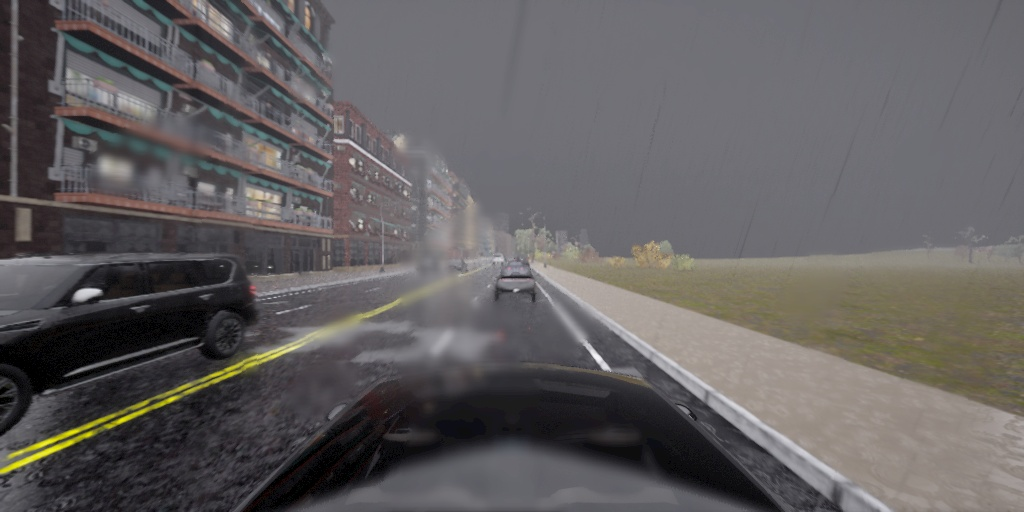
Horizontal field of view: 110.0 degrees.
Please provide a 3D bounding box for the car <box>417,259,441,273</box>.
[{"bbox_3d":[-9.533,1.122,41.542,1.837,1.490,4.892,0,0,1],"label":"car"}]

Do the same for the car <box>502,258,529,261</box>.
[{"bbox_3d":[0.341,1.162,35.451,2.033,1.411,5.357,0,0,1],"label":"car"}]

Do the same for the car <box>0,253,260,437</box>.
[{"bbox_3d":[-6.565,0.971,5.460,2.150,2.045,5.566,0,1,1],"label":"car"}]

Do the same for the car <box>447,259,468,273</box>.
[{"bbox_3d":[-6.283,1.114,41.518,1.837,1.490,4.892,0,0,1],"label":"car"}]

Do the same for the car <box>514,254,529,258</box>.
[{"bbox_3d":[1.540,0.751,56.197,2.150,2.045,5.566,0,0,0],"label":"car"}]

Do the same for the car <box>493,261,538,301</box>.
[{"bbox_3d":[0.186,1.183,16.912,2.128,1.511,4.902,0,0,1],"label":"car"}]
